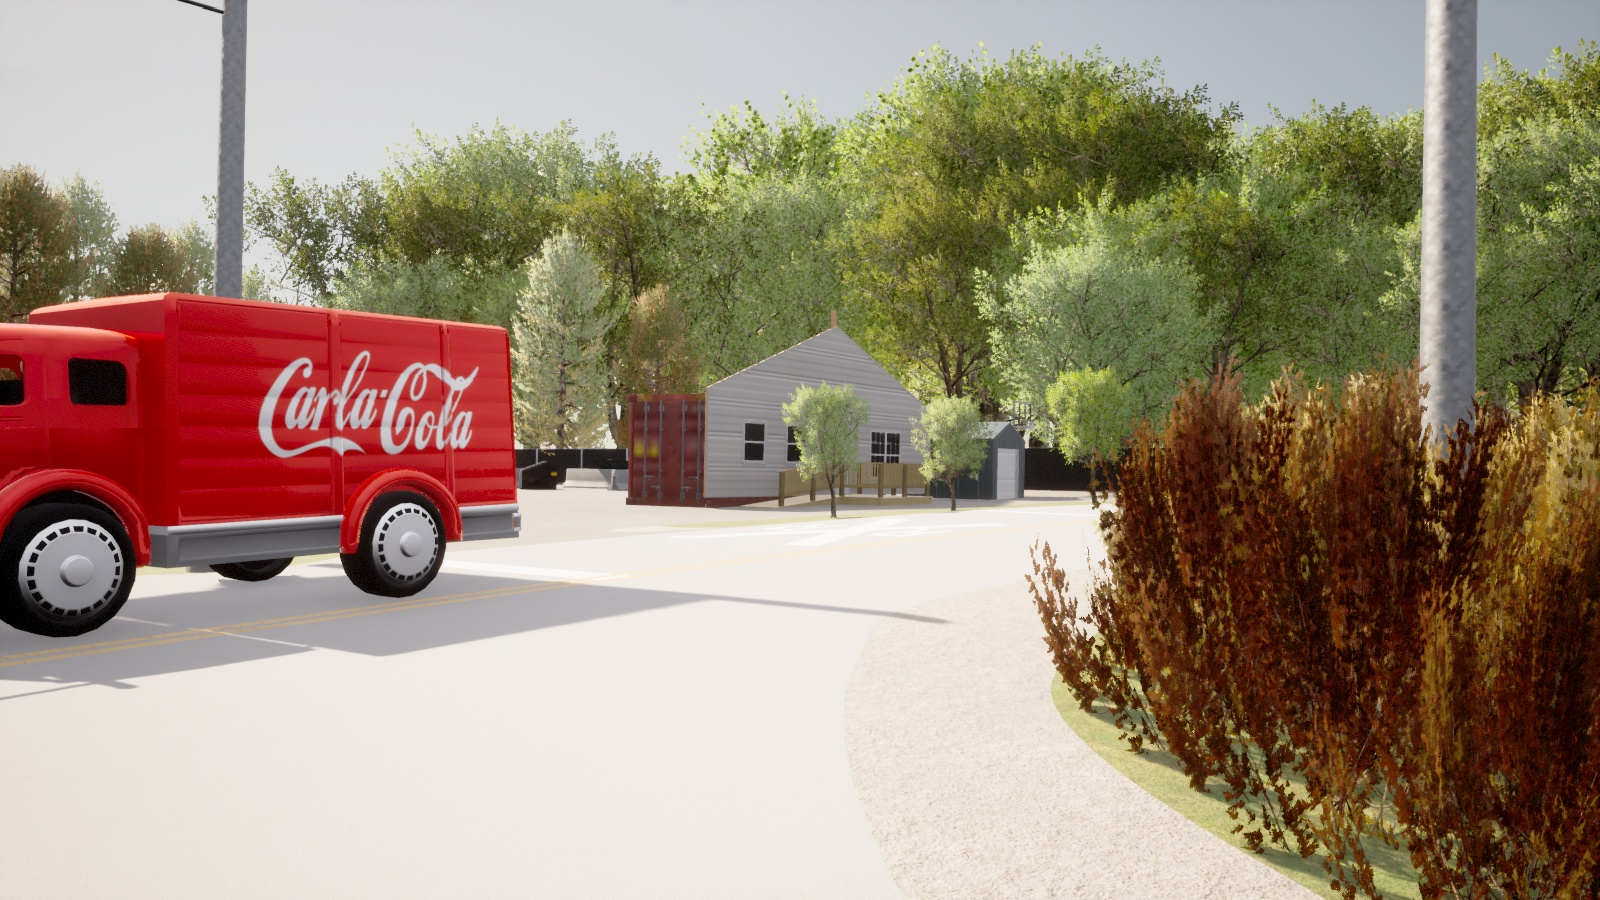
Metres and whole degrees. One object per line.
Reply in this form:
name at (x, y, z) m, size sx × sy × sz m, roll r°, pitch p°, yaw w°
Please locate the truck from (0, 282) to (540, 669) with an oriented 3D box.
truck at (-5.028, 0.128, 10.451) m, size 2.627 × 2.467 × 5.204 m, roll -1°, pitch 1°, yaw 34°
